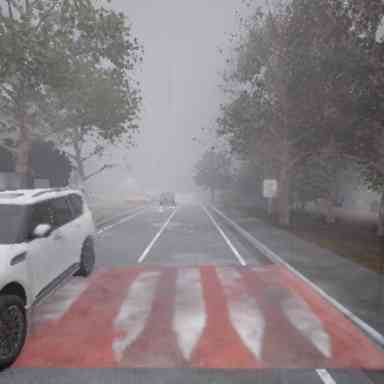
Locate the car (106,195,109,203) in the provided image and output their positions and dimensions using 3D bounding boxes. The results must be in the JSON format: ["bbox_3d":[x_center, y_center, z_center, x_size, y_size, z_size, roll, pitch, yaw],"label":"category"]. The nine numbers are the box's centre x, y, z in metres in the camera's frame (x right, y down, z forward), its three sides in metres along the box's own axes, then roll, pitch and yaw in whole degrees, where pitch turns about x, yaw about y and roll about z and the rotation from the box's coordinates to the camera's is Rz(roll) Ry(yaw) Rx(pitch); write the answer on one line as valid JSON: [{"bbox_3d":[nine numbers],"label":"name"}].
[{"bbox_3d":[-23.740,1.847,81.355,5.008,1.535,2.097,0,-2,0],"label":"car"}]

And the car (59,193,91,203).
[{"bbox_3d":[-23.722,1.224,67.644,5.566,2.045,2.435,0,-1,0],"label":"car"}]

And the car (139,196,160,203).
[{"bbox_3d":[-10.681,1.913,84.111,5.008,1.535,2.097,0,-2,0],"label":"car"}]

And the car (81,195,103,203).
[{"bbox_3d":[-23.704,1.649,78.714,4.553,1.767,2.185,0,-2,0],"label":"car"}]

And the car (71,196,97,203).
[{"bbox_3d":[-23.708,1.622,73.172,4.892,1.521,2.231,0,-2,0],"label":"car"}]

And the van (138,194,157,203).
[{"bbox_3d":[-10.782,1.611,81.342,4.442,1.987,1.878,0,-2,0],"label":"van"}]

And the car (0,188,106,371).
[{"bbox_3d":[-3.393,1.023,5.953,2.150,2.045,5.566,-1,3,0],"label":"car"}]

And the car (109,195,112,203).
[{"bbox_3d":[-23.750,1.927,84.250,5.008,1.535,2.097,0,-2,0],"label":"car"}]

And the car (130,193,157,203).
[{"bbox_3d":[-10.606,1.355,73.018,5.566,2.045,2.435,0,-2,0],"label":"car"}]

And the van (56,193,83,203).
[{"bbox_3d":[-23.801,1.187,64.752,4.442,1.987,1.878,0,-1,0],"label":"van"}]

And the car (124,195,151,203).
[{"bbox_3d":[-10.609,1.403,64.693,4.892,1.521,2.231,0,-1,0],"label":"car"}]

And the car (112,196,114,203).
[{"bbox_3d":[-23.760,2.005,87.019,4.892,1.521,2.231,0,-2,0],"label":"car"}]

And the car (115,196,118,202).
[{"bbox_3d":[-23.602,2.154,92.559,5.366,1.575,1.946,0,-2,0],"label":"car"}]

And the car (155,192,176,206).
[{"bbox_3d":[-3.528,0.948,47.655,2.150,2.045,5.566,0,0,0],"label":"car"}]

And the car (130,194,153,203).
[{"bbox_3d":[-10.655,1.407,70.243,4.553,1.767,2.185,0,-2,0],"label":"car"}]

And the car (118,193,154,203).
[{"bbox_3d":[-10.408,1.346,61.925,5.366,1.575,1.946,0,-1,0],"label":"car"}]

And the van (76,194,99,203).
[{"bbox_3d":[-23.842,1.472,75.948,4.442,1.987,1.878,0,-2,0],"label":"van"}]
